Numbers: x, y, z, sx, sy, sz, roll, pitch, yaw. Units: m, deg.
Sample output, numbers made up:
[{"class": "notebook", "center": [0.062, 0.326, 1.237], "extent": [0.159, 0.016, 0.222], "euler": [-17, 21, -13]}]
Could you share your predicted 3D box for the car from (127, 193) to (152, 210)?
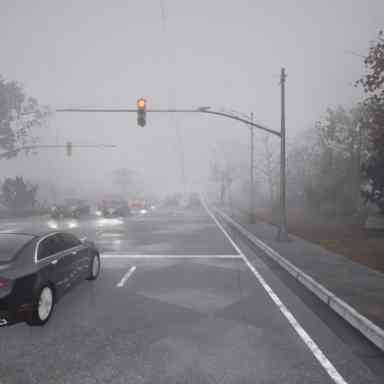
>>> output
[{"class": "car", "center": [-6.852, 1.351, 43.453], "extent": [2.097, 1.767, 4.553], "euler": [0, 0, 0]}]

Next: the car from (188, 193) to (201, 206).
[{"class": "car", "center": [0.397, 1.449, 52.500], "extent": [2.128, 1.511, 4.902], "euler": [0, 1, 0]}]

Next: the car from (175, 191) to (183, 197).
[{"class": "car", "center": [-3.054, 0.445, 74.496], "extent": [1.882, 1.535, 5.008], "euler": [0, 3, 0]}]

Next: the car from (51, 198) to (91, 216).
[{"class": "car", "center": [-10.454, 1.352, 28.933], "extent": [2.097, 1.767, 4.553], "euler": [0, 0, 0]}]

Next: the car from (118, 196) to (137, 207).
[{"class": "car", "center": [-10.286, 1.416, 53.388], "extent": [1.882, 1.535, 5.008], "euler": [0, 1, 1]}]

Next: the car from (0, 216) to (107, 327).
[{"class": "car", "center": [-3.377, 1.505, 7.034], "extent": [1.837, 1.490, 4.892], "euler": [0, 0, 0]}]

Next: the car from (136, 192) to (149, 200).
[{"class": "car", "center": [-10.101, 0.826, 68.384], "extent": [1.812, 1.442, 4.674], "euler": [0, 3, 0]}]

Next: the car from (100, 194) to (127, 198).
[{"class": "car", "center": [-10.362, 1.223, 42.590], "extent": [2.150, 2.045, 5.566], "euler": [0, 0, 3]}]

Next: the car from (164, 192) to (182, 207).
[{"class": "car", "center": [-3.107, 1.319, 51.950], "extent": [2.097, 1.767, 4.553], "euler": [0, 1, 0]}]

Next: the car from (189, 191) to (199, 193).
[{"class": "car", "center": [0.440, 0.455, 74.285], "extent": [1.882, 1.535, 5.008], "euler": [0, 3, 0]}]

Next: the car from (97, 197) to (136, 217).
[{"class": "car", "center": [-6.939, 1.491, 31.069], "extent": [2.128, 1.511, 4.902], "euler": [0, 0, 0]}]

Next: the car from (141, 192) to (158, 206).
[{"class": "car", "center": [-6.778, 1.282, 53.749], "extent": [2.097, 1.767, 4.553], "euler": [0, 1, 1]}]
